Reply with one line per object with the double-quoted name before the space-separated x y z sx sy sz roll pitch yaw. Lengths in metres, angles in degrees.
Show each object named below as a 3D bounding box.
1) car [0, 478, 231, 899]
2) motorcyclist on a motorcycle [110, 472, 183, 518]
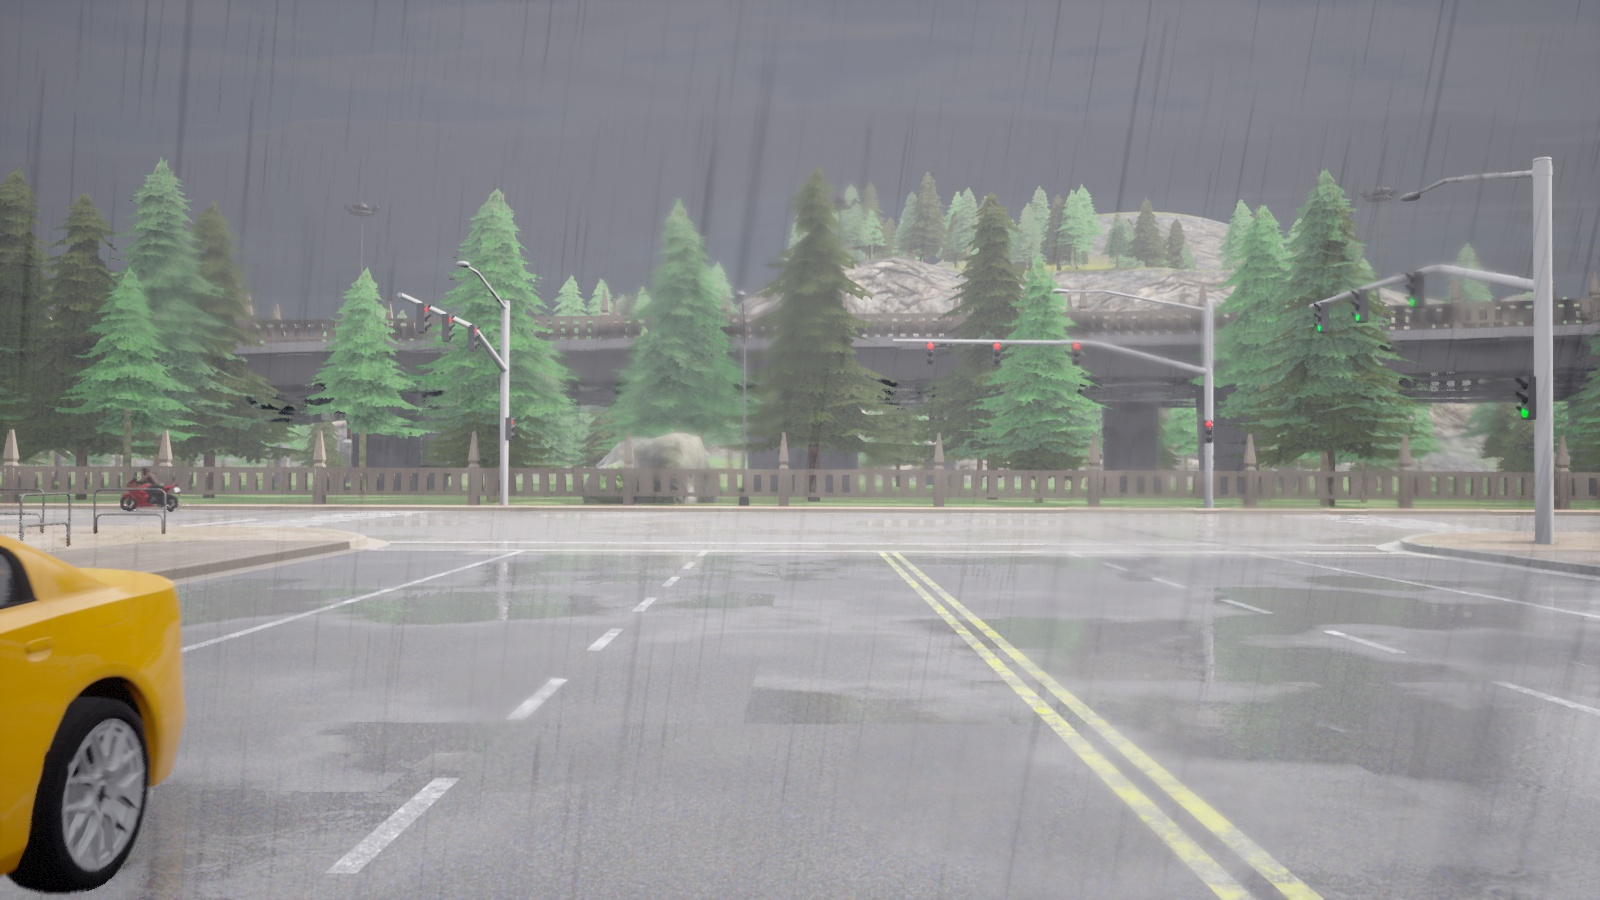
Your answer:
"car" -3.508 0.857 3.170 1.882 1.535 5.008 0 -1 0
"motorcyclist on a motorcycle" -22.159 1.520 42.619 2.044 1.523 0.797 0 -1 1
